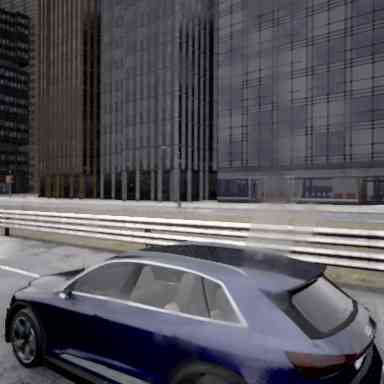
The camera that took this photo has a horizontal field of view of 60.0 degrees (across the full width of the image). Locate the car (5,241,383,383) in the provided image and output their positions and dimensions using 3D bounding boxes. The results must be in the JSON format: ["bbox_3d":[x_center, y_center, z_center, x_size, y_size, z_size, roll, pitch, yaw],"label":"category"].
[{"bbox_3d":[-0.391,1.449,4.164,4.856,1.649,2.033,0,0,36],"label":"car"}]
